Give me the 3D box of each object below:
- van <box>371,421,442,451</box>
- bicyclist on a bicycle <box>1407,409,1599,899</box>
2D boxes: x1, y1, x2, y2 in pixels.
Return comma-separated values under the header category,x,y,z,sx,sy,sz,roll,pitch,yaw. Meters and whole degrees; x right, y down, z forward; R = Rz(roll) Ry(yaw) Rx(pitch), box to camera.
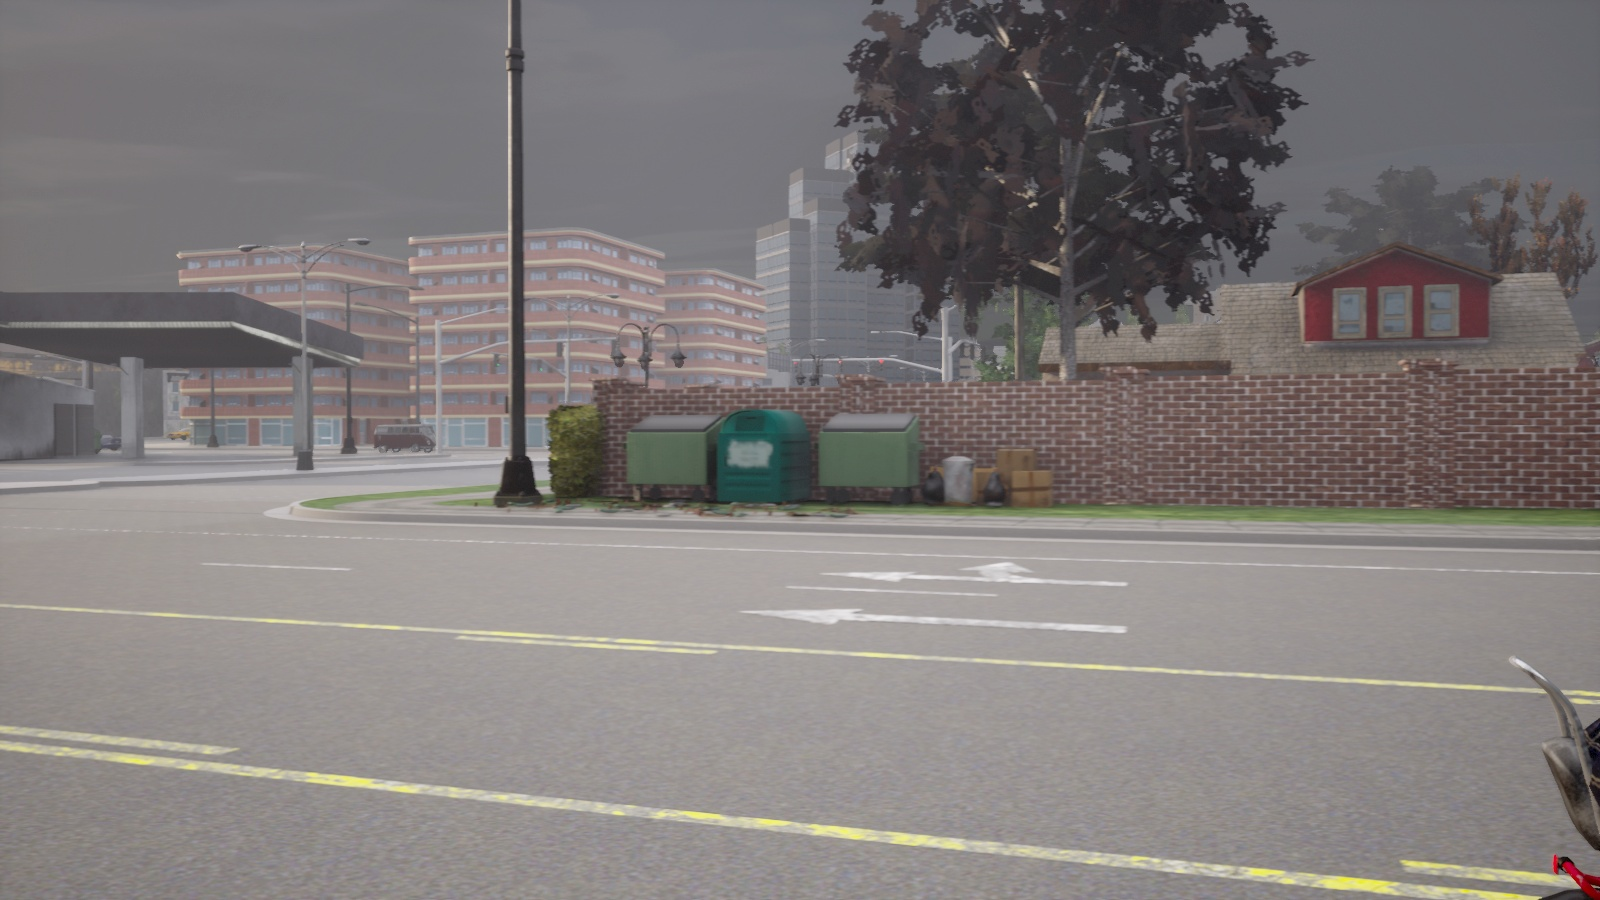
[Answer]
category,x,y,z,sx,sy,sz,roll,pitch,yaw
van,-26.832,-0.968,85.616,4.442,1.987,1.775,1,1,17
bicyclist on a bicycle,2.099,0.731,2.481,1.509,1.612,0.866,1,1,18
